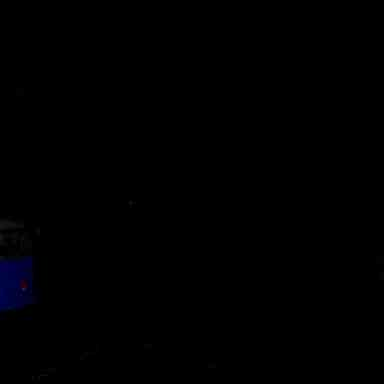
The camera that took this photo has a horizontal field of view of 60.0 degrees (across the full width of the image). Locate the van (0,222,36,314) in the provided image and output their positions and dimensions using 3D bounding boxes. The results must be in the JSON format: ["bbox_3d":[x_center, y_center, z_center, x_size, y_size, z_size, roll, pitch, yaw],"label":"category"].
[{"bbox_3d":[-4.747,1.422,6.463,3.998,1.788,1.690,-1,0,36],"label":"van"}]
